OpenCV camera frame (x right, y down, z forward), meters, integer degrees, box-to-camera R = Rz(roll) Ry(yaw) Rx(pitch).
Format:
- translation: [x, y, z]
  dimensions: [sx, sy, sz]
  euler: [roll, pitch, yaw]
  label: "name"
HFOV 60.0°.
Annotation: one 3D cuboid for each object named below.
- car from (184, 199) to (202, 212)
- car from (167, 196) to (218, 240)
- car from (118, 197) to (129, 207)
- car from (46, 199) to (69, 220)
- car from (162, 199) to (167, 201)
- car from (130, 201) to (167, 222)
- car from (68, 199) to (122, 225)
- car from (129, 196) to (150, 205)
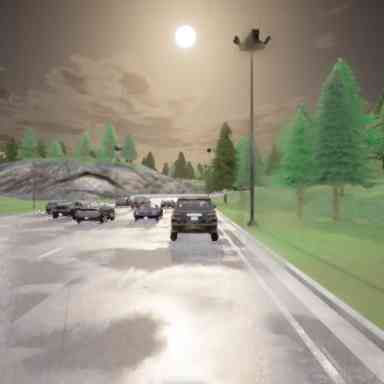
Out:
- translation: [0.107, 1.566, 39.794]
  dimensions: [2.033, 1.411, 5.357]
  euler: [0, 0, 0]
  label: "car"
- translation: [0.103, 1.229, 17.083]
  dimensions: [2.150, 2.045, 5.566]
  euler: [0, 0, 0]
  label: "car"
- translation: [-10.390, 1.516, 50.985]
  dimensions: [2.128, 1.511, 4.902]
  euler: [0, 0, 0]
  label: "car"
- translation: [-10.395, 1.519, 28.715]
  dimensions: [1.837, 1.490, 4.892]
  euler: [0, 0, 0]
  label: "car"
- translation: [-3.392, 1.623, 47.310]
  dimensions: [1.895, 1.301, 4.718]
  euler: [0, 0, 0]
  label: "car"
- translation: [-3.395, 1.614, 26.766]
  dimensions: [1.895, 1.301, 4.718]
  euler: [0, 0, 0]
  label: "car"
- translation: [-6.895, 1.504, 24.213]
  dimensions: [2.128, 1.511, 4.902]
  euler: [0, 0, 0]
  label: "car"
- translation: [-6.890, 1.374, 45.685]
  dimensions: [2.097, 1.767, 4.553]
  euler: [0, 0, 0]
  label: "car"
